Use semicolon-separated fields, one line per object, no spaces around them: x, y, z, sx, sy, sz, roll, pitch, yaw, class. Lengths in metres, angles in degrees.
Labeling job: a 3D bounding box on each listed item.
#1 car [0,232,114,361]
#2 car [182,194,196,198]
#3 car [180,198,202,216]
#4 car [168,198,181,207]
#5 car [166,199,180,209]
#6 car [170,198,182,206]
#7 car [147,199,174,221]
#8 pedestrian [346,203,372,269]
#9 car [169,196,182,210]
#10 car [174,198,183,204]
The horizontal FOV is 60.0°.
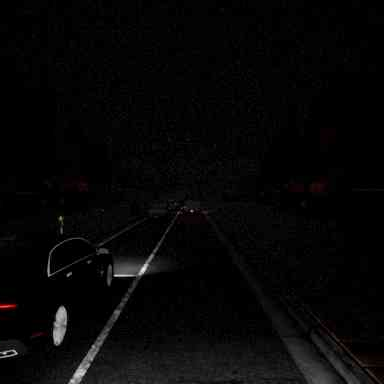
-2.770;1.504;6.099;1.837;1.490;4.892;0;0;0;car
-0.046;1.487;44.904;2.097;1.767;4.553;0;0;-2;car
-0.009;1.597;33.886;1.812;1.442;4.674;0;-1;0;car
-2.835;1.758;55.038;2.008;1.369;4.403;-2;0;0;car
-2.814;1.749;49.586;1.802;1.307;4.206;-1;0;0;car
-2.853;1.801;60.486;2.008;1.369;4.403;-2;0;0;car
-2.745;1.570;27.632;1.752;1.417;4.829;-1;0;0;car
4.501;1.143;9.046;0.375;1.860;0.375;1;1;0;pedestrian
-2.803;1.570;44.144;1.967;1.590;4.097;-2;0;0;car
-2.887;1.925;71.380;1.802;1.307;4.206;-2;0;0;car
